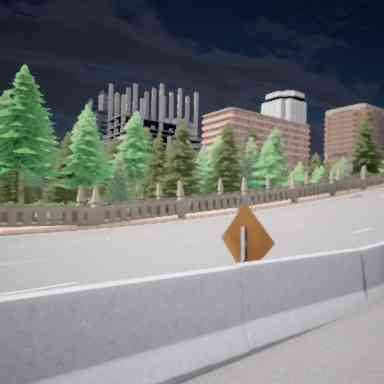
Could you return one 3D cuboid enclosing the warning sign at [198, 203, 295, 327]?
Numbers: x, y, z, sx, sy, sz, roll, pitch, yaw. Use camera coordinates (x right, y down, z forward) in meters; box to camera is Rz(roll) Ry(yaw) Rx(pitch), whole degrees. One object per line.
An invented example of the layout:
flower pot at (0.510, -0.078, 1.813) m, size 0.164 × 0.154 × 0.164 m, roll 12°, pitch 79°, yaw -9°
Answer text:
warning sign at (0.922, 1.126, 5.855) m, size 1.060 × 1.860 × 1.300 m, roll 2°, pitch -3°, yaw -35°
